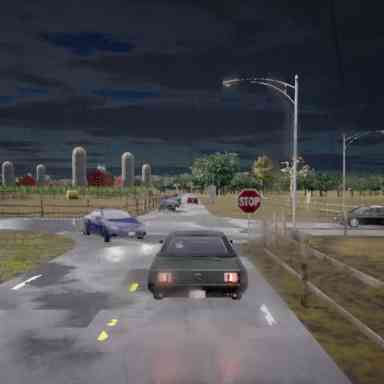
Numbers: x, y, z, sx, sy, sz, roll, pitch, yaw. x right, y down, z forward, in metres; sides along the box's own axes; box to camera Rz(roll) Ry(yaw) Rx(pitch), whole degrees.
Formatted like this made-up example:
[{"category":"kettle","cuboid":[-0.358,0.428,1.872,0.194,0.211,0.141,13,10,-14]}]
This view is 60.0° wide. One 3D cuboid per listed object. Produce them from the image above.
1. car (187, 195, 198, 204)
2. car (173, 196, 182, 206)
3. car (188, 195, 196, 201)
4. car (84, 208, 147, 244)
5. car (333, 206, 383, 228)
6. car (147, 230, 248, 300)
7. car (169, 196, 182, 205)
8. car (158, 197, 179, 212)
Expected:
[{"category":"car","cuboid":[0.131,1.400,63.345,1.882,1.535,5.008,0,0,0]},{"category":"car","cuboid":[-2.818,1.516,48.224,1.994,1.385,4.181,0,0,0]},{"category":"car","cuboid":[0.039,1.439,78.580,1.994,1.385,4.181,0,0,0]},{"category":"car","cuboid":[-3.886,1.517,16.208,1.812,1.442,4.674,1,-1,-34]},{"category":"car","cuboid":[12.716,1.748,23.929,4.892,1.490,1.837,1,1,0]},{"category":"car","cuboid":[0.107,1.597,8.339,1.895,1.301,4.718,0,0,0]},{"category":"car","cuboid":[-2.798,1.479,58.698,2.033,1.411,5.357,0,0,0]},{"category":"car","cuboid":[-2.784,1.570,38.151,1.895,1.301,4.718,0,0,-1]}]
